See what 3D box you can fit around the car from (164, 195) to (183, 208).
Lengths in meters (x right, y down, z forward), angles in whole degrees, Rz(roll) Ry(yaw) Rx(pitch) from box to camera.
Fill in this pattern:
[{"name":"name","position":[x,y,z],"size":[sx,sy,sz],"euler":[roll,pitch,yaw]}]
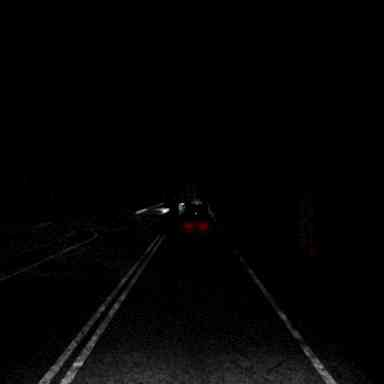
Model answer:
[{"name":"car","position":[-2.730,1.476,45.333],"size":[1.895,1.301,4.718],"euler":[0,0,2]}]

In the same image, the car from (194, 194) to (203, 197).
[{"name":"car","position":[0.775,1.387,47.694],"size":[1.812,1.442,4.674],"euler":[0,0,2]}]

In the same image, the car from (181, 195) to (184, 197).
[{"name":"car","position":[-2.214,1.283,61.453],"size":[1.837,1.490,4.892],"euler":[0,0,2]}]

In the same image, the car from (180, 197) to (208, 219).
[{"name":"car","position":[0.353,1.447,28.367],"size":[2.128,1.511,4.902],"euler":[0,0,1]}]
